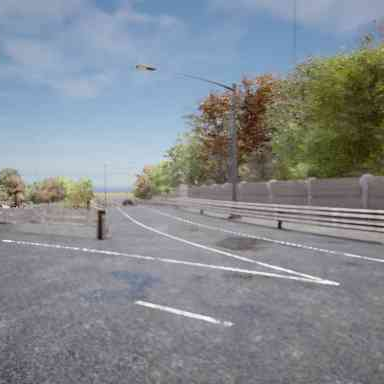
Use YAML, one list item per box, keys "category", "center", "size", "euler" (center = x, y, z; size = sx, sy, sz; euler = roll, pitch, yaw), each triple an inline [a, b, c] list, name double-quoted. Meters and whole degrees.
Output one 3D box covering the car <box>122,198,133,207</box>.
- category: "car"
  center: [-11.998, 1.946, 61.880]
  size: [1.837, 1.490, 4.892]
  euler: [0, -2, -12]
